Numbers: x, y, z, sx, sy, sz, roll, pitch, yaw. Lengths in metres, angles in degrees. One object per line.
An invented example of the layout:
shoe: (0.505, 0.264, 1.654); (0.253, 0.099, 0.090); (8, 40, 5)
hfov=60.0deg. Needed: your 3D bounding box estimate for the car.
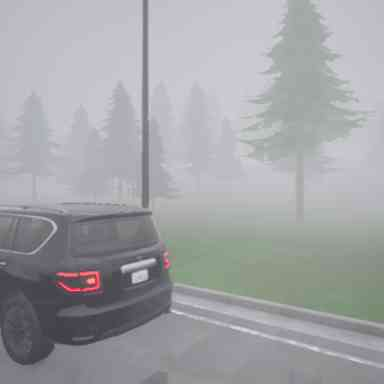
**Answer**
car: (-2.898, 1.217, 6.027); (5.566, 2.045, 2.150); (0, 0, 35)
